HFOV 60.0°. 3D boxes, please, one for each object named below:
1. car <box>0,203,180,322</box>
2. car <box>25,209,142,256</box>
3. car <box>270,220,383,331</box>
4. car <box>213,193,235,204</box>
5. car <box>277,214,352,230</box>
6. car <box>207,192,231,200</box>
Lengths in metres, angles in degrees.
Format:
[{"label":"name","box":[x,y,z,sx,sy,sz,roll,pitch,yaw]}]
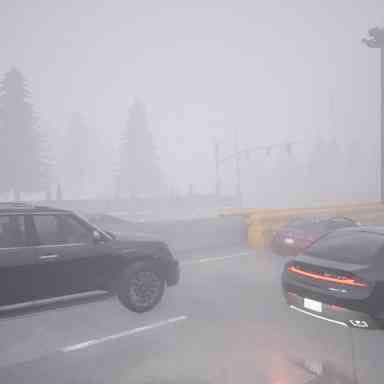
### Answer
[{"label":"car","box":[-2.912,1.217,5.968,5.566,2.045,2.150,0,0,-36]},{"label":"car","box":[-4.423,1.531,13.738,4.181,1.385,1.994,-1,1,-36]},{"label":"car","box":[3.808,1.435,6.464,4.892,1.490,1.837,-1,1,-35]},{"label":"car","box":[4.793,1.025,50.036,2.128,1.511,4.902,-1,1,-35]},{"label":"car","box":[4.619,1.441,11.331,4.181,1.385,1.994,-1,1,-35]},{"label":"car","box":[5.465,0.862,67.577,2.128,1.511,4.902,-1,1,-34]}]
